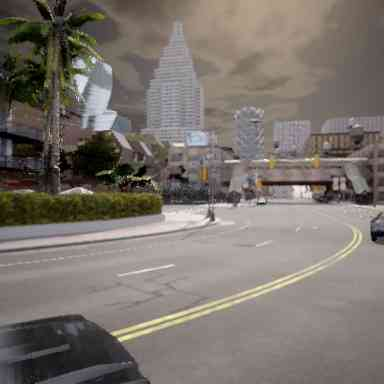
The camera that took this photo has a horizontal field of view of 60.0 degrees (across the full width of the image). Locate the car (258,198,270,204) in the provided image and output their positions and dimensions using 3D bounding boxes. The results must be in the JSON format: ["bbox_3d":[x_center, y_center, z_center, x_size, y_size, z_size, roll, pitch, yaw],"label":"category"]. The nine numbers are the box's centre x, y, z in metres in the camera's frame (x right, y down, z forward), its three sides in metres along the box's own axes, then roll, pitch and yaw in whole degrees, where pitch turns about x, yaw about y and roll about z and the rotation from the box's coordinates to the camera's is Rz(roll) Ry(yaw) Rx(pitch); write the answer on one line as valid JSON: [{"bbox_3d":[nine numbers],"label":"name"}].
[{"bbox_3d":[19.257,2.276,89.230,2.231,1.521,4.892,0,0,23],"label":"car"}]

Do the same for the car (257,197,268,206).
[{"bbox_3d":[15.250,2.124,72.503,2.097,1.535,5.008,0,0,13],"label":"car"}]

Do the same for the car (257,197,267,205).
[{"bbox_3d":[16.650,2.055,78.776,2.185,1.767,4.553,0,0,13],"label":"car"}]

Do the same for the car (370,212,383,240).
[{"bbox_3d":[10.691,1.758,17.810,1.994,1.385,4.181,0,-1,29],"label":"car"}]

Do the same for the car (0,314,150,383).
[{"bbox_3d":[-2.568,1.603,1.982,4.718,1.301,1.895,1,-1,-35],"label":"car"}]
